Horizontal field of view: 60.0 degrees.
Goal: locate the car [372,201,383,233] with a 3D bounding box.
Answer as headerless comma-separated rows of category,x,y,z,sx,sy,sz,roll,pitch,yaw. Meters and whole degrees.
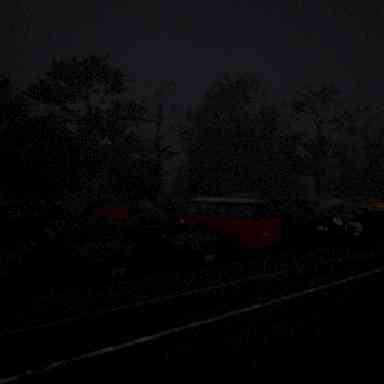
car,8.164,1.384,17.945,2.231,1.521,4.892,0,0,-35

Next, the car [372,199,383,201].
car,10.310,1.372,19.703,1.946,1.575,5.366,0,0,-35

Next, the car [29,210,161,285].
car,-3.142,1.506,9.892,2.163,1.488,4.792,-1,0,-35

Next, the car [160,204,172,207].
car,1.181,1.481,18.440,5.357,1.411,2.033,-1,0,-35

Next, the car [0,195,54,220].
car,-10.645,1.222,20.608,2.435,2.045,5.566,-1,0,-35

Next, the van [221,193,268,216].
van,4.977,1.145,31.873,1.878,1.987,4.442,0,0,-35

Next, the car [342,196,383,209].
car,23.119,1.399,44.599,2.097,1.535,5.008,0,0,-35

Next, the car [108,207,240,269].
car,-0.878,1.485,11.499,2.163,1.488,4.792,-1,0,-35

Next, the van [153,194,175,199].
van,-1.550,1.169,26.964,1.878,1.987,4.442,0,0,-36

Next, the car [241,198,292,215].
car,7.421,1.402,33.429,2.163,1.488,4.792,0,0,-35

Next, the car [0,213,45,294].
car,-5.406,1.526,8.285,2.163,1.488,4.792,-1,0,-35

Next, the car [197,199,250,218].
car,2.768,1.403,30.197,2.163,1.488,4.792,0,0,-35

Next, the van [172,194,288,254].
van,1.300,1.210,13.223,1.878,1.987,4.442,-1,0,-35

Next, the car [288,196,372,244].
car,5.876,1.272,16.366,2.185,1.767,4.553,0,0,-35

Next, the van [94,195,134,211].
van,-6.211,1.207,23.932,1.878,1.987,4.442,0,0,-35

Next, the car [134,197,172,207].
car,-3.887,1.412,25.445,2.097,1.535,5.008,-1,0,-35

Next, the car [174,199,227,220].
car,0.616,1.410,28.670,2.163,1.488,4.792,0,0,-35

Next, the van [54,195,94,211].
van,-8.335,1.227,22.138,1.878,1.987,4.442,0,0,-35

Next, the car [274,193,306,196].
car,9.647,1.125,35.079,2.435,2.045,5.566,0,0,-35
